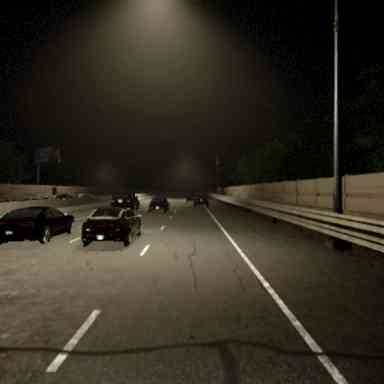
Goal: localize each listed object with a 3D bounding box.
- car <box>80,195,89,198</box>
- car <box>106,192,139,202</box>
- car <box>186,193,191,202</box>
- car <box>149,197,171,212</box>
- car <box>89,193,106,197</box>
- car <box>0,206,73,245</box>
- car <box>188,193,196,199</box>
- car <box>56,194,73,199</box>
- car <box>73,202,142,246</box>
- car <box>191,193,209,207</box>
[{"bbox_3d":[-20.996,1.239,67.287,1.895,1.301,4.718,0,0,0],"label":"car"},{"bbox_3d":[-6.898,1.011,34.668,2.150,2.045,5.566,0,0,0],"label":"car"},{"bbox_3d":[0.004,1.024,62.480,2.097,1.767,4.553,0,0,0],"label":"car"},{"bbox_3d":[-3.397,1.292,35.143,1.837,1.490,4.892,0,0,0],"label":"car"},{"bbox_3d":[-17.511,1.022,63.951,2.097,1.767,4.553,0,0,0],"label":"car"},{"bbox_3d":[-6.899,1.376,15.074,1.882,1.535,5.008,0,0,0],"label":"car"},{"bbox_3d":[0.005,0.910,81.262,1.882,1.535,5.008,0,0,0],"label":"car"},{"bbox_3d":[-24.496,1.165,63.883,1.837,1.490,4.892,0,0,0],"label":"car"},{"bbox_3d":[-3.399,1.406,14.739,1.837,1.490,4.892,0,0,0],"label":"car"},{"bbox_3d":[1.228,1.091,45.237,2.097,1.767,4.553,0,0,0],"label":"car"}]
